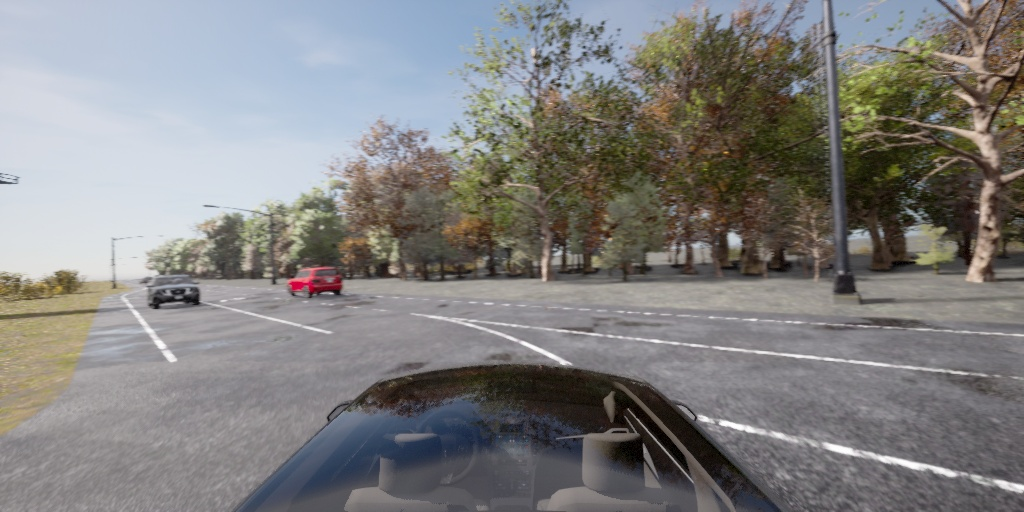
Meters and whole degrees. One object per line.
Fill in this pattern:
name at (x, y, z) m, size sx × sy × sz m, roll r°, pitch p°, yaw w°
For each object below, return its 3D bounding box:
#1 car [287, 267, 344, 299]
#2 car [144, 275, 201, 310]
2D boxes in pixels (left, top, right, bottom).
car at (-14.075, 1.890, 25.562) m, size 5.566 × 2.045 × 2.150 m, roll -3°, pitch -1°, yaw 42°
car at (-22.128, 2.267, 23.407) m, size 5.566 × 2.045 × 2.150 m, roll -3°, pitch -1°, yaw 42°
